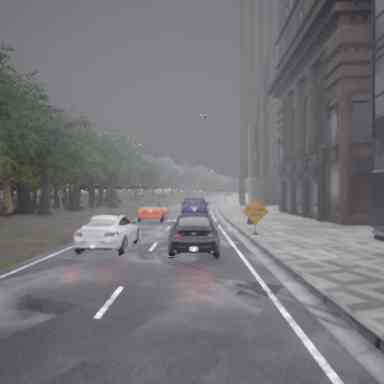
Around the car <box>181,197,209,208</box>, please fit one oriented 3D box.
[{"bbox_3d":[0.241,1.419,27.377,2.150,2.045,5.566,0,0,1],"label":"car"}]

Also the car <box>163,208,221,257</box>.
[{"bbox_3d":[0.095,1.616,13.368,1.837,1.490,4.892,0,0,1],"label":"car"}]

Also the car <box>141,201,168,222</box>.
[{"bbox_3d":[-3.226,1.551,28.305,2.097,1.767,4.553,0,0,2],"label":"car"}]

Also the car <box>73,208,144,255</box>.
[{"bbox_3d":[-3.399,1.636,13.799,1.812,1.442,4.674,0,0,1],"label":"car"}]

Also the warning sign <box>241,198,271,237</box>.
[{"bbox_3d":[3.159,1.246,16.579,1.300,1.860,1.060,0,0,1],"label":"warning sign"}]
